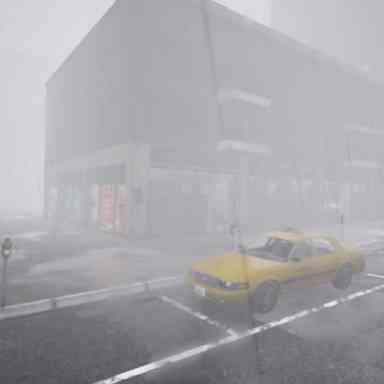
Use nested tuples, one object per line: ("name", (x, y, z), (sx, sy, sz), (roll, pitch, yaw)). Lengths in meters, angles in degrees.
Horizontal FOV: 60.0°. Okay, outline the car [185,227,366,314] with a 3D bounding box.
("car", (2.109, 1.514, 7.597), (4.829, 1.417, 1.752), (0, 2, -36))
